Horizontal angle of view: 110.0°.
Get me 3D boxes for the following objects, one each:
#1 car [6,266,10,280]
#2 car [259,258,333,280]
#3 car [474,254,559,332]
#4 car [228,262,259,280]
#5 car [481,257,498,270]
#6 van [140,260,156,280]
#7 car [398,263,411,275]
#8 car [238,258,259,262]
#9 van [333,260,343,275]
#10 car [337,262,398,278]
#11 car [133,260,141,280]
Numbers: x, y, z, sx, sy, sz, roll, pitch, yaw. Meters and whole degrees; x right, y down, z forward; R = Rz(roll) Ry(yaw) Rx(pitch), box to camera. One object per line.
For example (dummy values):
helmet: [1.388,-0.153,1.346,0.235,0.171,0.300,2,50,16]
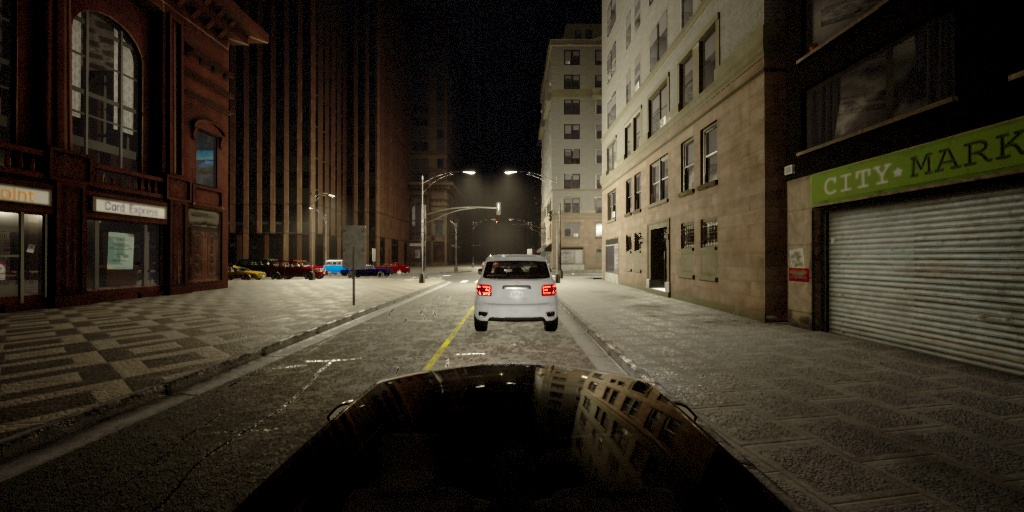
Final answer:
car: [-47.756,1.849,32.835,4.403,1.370,2.007,0,0,0]
car: [-19.635,1.274,32.746,5.009,1.841,2.192,0,0,0]
car: [0.096,0.974,11.067,2.150,2.045,5.566,0,0,0]
car: [-25.089,1.552,32.763,4.829,1.417,1.751,0,0,0]
car: [-3.132,1.098,51.784,2.097,1.767,4.553,0,0,1]
van: [-30.883,1.436,32.782,3.998,1.789,1.690,0,0,0]
car: [-13.993,1.477,41.254,4.507,1.381,1.888,0,0,0]
car: [-24.124,1.247,35.325,5.566,2.045,2.150,-1,0,-1]
van: [-19.617,1.341,41.272,3.998,1.789,1.690,0,0,0]
car: [-14.159,1.506,35.300,4.718,1.301,1.895,-1,0,0]
car: [-34.480,1.373,35.377,5.566,2.045,2.150,-1,0,0]
